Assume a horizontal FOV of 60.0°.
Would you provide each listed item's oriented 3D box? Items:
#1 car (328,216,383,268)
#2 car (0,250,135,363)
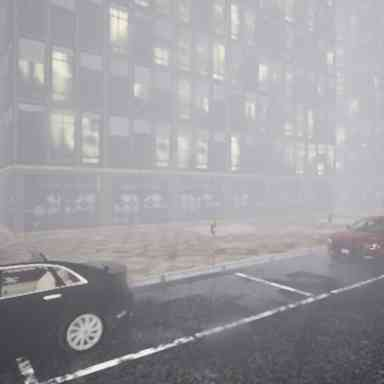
[{"bbox_3d":[6.332,1.484,11.069,4.507,1.381,1.887,0,0,-35],"label":"car"},{"bbox_3d":[-2.938,1.550,4.460,4.403,1.369,2.008,0,0,-35],"label":"car"}]
